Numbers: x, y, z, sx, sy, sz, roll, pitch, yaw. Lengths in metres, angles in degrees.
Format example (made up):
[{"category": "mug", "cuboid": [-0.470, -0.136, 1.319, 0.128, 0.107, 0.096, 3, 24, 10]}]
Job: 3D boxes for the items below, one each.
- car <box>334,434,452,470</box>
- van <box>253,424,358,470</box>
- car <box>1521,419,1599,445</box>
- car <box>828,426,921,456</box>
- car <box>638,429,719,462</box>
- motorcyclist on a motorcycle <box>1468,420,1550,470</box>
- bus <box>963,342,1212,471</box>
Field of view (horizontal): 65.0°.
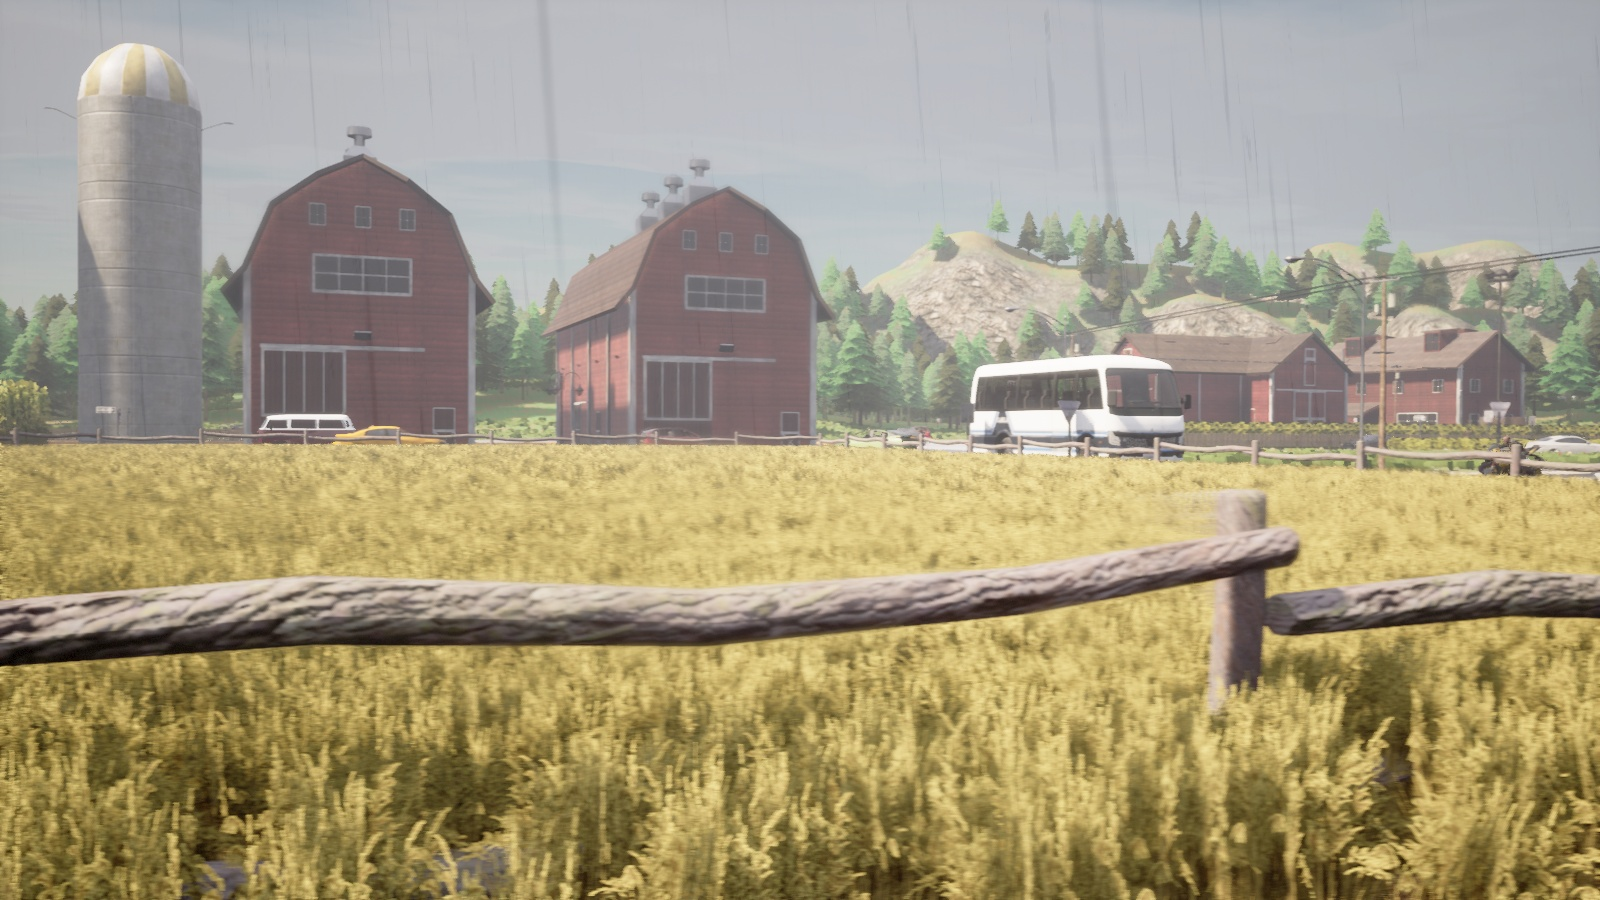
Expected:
[{"category": "car", "cuboid": [-18.728, 0.051, 57.800, 5.008, 1.535, 1.882, -1, 1, -24]}, {"category": "van", "cuboid": [-23.427, -0.166, 59.508, 4.480, 2.038, 2.069, -1, 1, -24]}, {"category": "car", "cuboid": [44.887, -1.081, 73.158, 4.674, 1.442, 1.812, -1, 1, 2]}, {"category": "car", "cuboid": [3.878, -0.458, 65.828, 4.514, 1.525, 2.007, 0, 1, 37]}, {"category": "car", "cuboid": [-6.143, -0.225, 63.292, 3.705, 1.549, 1.789, -1, 1, -20]}, {"category": "motorcyclist on a motorcycle", "cuboid": [22.393, -0.161, 39.659, 2.191, 1.530, 0.866, -1, 0, -11]}, {"category": "bus", "cuboid": [10.342, -1.527, 46.847, 3.944, 4.253, 10.273, -1, 1, -21]}]
